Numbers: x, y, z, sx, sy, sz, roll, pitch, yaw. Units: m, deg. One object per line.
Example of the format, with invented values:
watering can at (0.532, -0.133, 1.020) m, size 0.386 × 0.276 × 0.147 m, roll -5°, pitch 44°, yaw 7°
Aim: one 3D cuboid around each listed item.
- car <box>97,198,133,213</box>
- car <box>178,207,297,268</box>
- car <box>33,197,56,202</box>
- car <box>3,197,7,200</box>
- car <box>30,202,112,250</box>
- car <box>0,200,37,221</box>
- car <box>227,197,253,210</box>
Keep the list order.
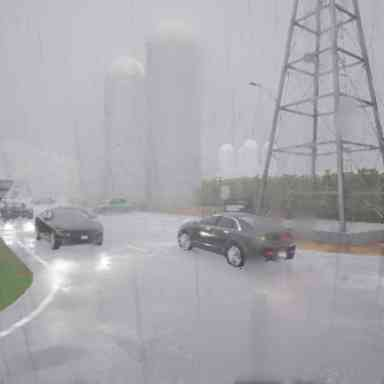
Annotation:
car at (-8.422, 1.485, 35.439) m, size 3.988 × 1.617 × 1.851 m, roll 0°, pitch 0°, yaw -36°
car at (1.289, 1.458, 11.422) m, size 1.837 × 1.490 × 4.892 m, roll 3°, pitch 0°, yaw -32°
car at (-27.735, 1.636, 62.212) m, size 4.181 × 1.381 × 1.994 m, roll 0°, pitch 0°, yaw -36°
car at (-25.635, 1.253, 43.403) m, size 2.150 × 2.045 × 5.566 m, roll 0°, pitch 0°, yaw -35°
car at (-5.348, 1.396, 14.218) m, size 1.882 × 1.535 × 5.008 m, roll 0°, pitch 0°, yaw -35°
car at (-14.106, 1.558, 26.743) m, size 1.895 × 1.301 × 4.718 m, roll 0°, pitch 0°, yaw -35°
car at (3.162, 1.324, 22.984) m, size 1.905 × 1.878 × 3.866 m, roll 0°, pitch 0°, yaw 24°
